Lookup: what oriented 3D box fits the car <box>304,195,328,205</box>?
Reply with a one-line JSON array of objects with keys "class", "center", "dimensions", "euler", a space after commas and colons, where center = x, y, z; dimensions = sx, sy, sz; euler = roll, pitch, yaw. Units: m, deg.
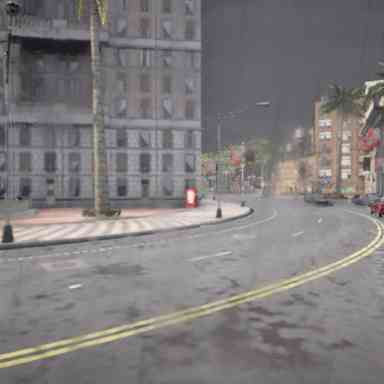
[{"class": "car", "center": [17.206, 1.047, 46.370], "dimensions": [1.994, 1.385, 4.181], "euler": [0, 1, -4]}]

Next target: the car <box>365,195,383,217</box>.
[{"class": "car", "center": [15.658, 1.166, 26.737], "dimensions": [1.882, 1.535, 5.008], "euler": [0, 1, 17]}]

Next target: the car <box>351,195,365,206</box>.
[{"class": "car", "center": [21.153, 1.089, 39.788], "dimensions": [2.033, 1.411, 5.357], "euler": [0, 1, 0]}]
